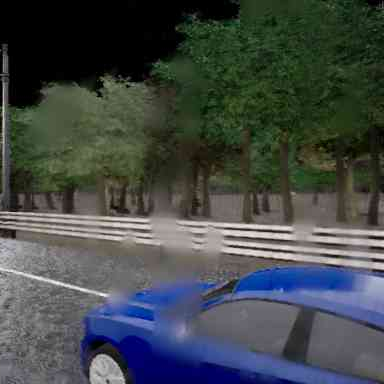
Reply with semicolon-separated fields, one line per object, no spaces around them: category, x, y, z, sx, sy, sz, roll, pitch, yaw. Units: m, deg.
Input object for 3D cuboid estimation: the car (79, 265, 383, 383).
car;0.982;1.486;3.169;5.008;1.535;1.882;-1;0;36
